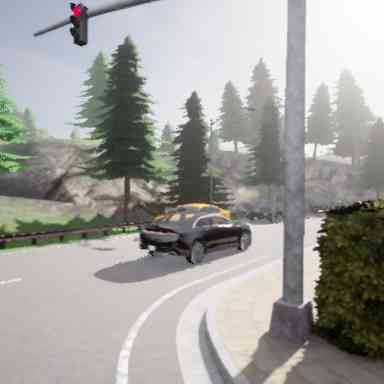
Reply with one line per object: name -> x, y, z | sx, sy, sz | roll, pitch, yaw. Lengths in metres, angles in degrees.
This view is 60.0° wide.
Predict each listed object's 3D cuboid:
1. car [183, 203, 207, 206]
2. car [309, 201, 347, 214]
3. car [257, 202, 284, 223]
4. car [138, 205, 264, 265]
car -> 0.115, 1.358, 17.078 | 1.882, 1.535, 5.008 | 1, 1, 37
car -> 13.451, 1.515, 31.918 | 4.718, 1.301, 1.895 | 0, 1, -32
car -> 6.058, 1.432, 25.059 | 2.033, 1.411, 5.357 | 1, 1, 39
car -> 0.333, 1.418, 11.627 | 2.128, 1.511, 4.902 | 1, 1, 39
